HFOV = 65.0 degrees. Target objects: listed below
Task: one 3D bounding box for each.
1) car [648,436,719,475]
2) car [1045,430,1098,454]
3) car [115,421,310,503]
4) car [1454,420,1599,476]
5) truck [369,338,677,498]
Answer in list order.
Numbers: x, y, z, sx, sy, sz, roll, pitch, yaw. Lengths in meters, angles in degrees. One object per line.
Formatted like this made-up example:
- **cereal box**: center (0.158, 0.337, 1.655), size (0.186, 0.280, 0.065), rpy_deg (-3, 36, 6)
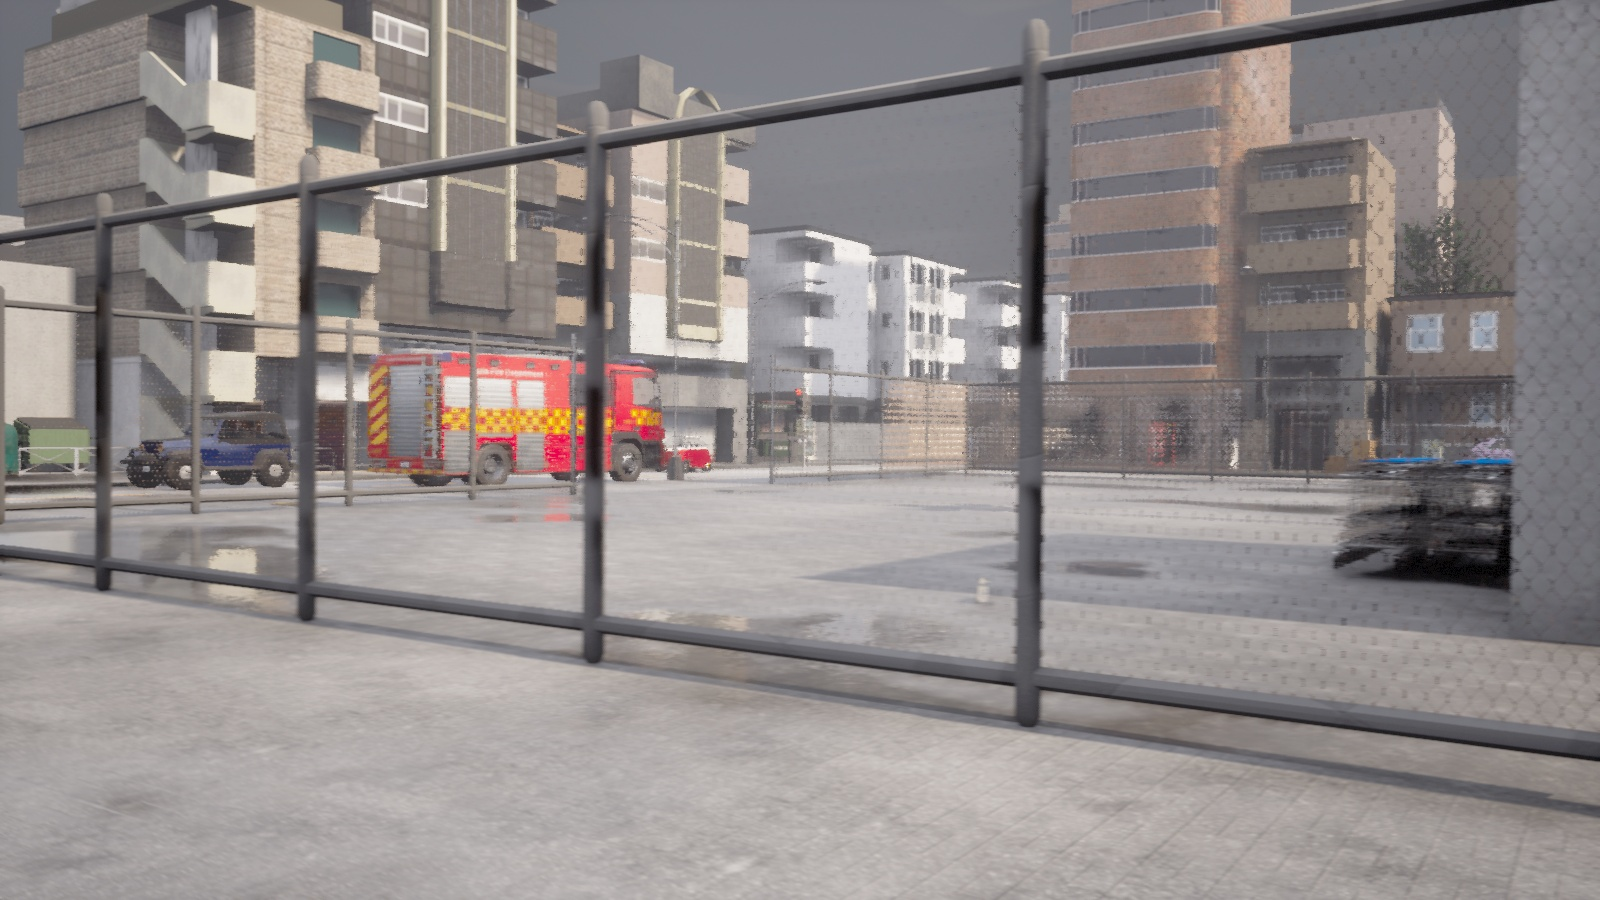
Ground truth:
- **car**: center (-4.236, 0.199, 45.826), size (1.481, 1.376, 2.207), rpy_deg (0, 1, 35)
- **car**: center (16.845, -0.517, 77.742), size (1.970, 1.475, 3.806), rpy_deg (0, 1, 33)
- **car**: center (-14.314, 0.237, 30.784), size (1.905, 1.878, 3.866), rpy_deg (0, 1, 34)
- **car**: center (22.964, -0.074, 38.606), size (4.856, 1.649, 2.033), rpy_deg (0, 1, 35)
- **truck**: center (-7.231, -0.835, 34.243), size (2.891, 3.827, 8.468), rpy_deg (0, 1, 34)
